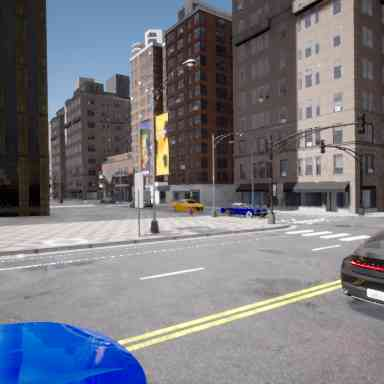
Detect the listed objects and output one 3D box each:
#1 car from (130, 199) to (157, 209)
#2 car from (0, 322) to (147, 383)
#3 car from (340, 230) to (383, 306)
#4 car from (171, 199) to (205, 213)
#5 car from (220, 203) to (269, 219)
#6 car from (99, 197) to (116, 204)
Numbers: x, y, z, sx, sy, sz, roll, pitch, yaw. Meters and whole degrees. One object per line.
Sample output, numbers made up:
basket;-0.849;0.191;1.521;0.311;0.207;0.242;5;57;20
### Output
car;-7.058;1.716;47.612;2.033;1.411;5.357;-1;0;-36
car;-2.584;1.478;1.598;5.008;1.535;1.882;0;0;-35
car;5.106;1.505;7.087;4.892;1.490;1.837;0;0;-36
car;-0.546;1.607;38.365;1.882;1.535;5.008;-1;1;-35
car;4.808;1.698;30.762;1.895;1.301;4.718;-1;0;-35
car;-17.208;1.746;67.576;2.033;1.411;5.357;-1;0;-35
